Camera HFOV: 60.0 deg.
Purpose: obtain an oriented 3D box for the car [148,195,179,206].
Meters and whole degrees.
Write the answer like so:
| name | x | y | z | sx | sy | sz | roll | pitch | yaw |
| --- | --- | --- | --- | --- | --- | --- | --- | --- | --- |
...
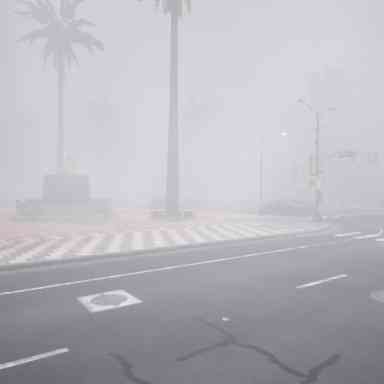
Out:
| name | x | y | z | sx | sy | sz | roll | pitch | yaw |
| --- | --- | --- | --- | --- | --- | --- | --- | --- | --- |
| car | -4.617 | 1.352 | 53.544 | 4.553 | 1.767 | 2.097 | 0 | 0 | 20 |

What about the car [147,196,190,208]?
| name | x | y | z | sx | sy | sz | roll | pitch | yaw |
| --- | --- | --- | --- | --- | --- | --- | --- | --- | --- |
| car | -3.506 | 1.548 | 45.392 | 5.357 | 1.411 | 2.033 | 0 | 0 | 25 |

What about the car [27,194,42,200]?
| name | x | y | z | sx | sy | sz | roll | pitch | yaw |
| --- | --- | --- | --- | --- | --- | --- | --- | --- | --- |
| car | -26.045 | 1.221 | 58.555 | 5.566 | 2.045 | 2.150 | 0 | 0 | -10 |

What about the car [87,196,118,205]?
| name | x | y | z | sx | sy | sz | roll | pitch | yaw |
| --- | --- | --- | --- | --- | --- | --- | --- | --- | --- |
| car | -15.836 | 1.491 | 59.119 | 4.902 | 1.511 | 2.128 | 0 | 0 | 2 |

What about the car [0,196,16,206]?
| name | x | y | z | sx | sy | sz | roll | pitch | yaw |
| --- | --- | --- | --- | --- | --- | --- | --- | --- | --- |
| car | -31.095 | 1.499 | 53.616 | 4.892 | 1.490 | 1.837 | -2 | 0 | -16 |

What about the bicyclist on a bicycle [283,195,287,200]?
| name | x | y | z | sx | sy | sz | roll | pitch | yaw |
| --- | --- | --- | --- | --- | --- | --- | --- | --- | --- |
| bicyclist on a bicycle | 15.275 | 1.300 | 54.474 | 0.582 | 1.620 | 1.656 | 0 | 0 | 42 |

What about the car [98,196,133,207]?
| name | x | y | z | sx | sy | sz | roll | pitch | yaw |
| --- | --- | --- | --- | --- | --- | --- | --- | --- | --- |
| car | -11.883 | 1.547 | 51.684 | 5.357 | 1.411 | 2.033 | 0 | 0 | 8 |

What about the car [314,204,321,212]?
| name | x | y | z | sx | sy | sz | roll | pitch | yaw |
| --- | --- | --- | --- | --- | --- | --- | --- | --- | --- |
| car | 11.563 | 1.505 | 36.260 | 1.837 | 1.490 | 4.892 | 0 | 0 | -38 |

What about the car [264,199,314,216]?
| name | x | y | z | sx | sy | sz | roll | pitch | yaw |
| --- | --- | --- | --- | --- | --- | --- | --- | --- | --- |
| car | 9.363 | 1.526 | 33.450 | 1.812 | 1.442 | 4.674 | 0 | 0 | -38 |

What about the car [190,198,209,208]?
| name | x | y | z | sx | sy | sz | roll | pitch | yaw |
| --- | --- | --- | --- | --- | --- | --- | --- | --- | --- |
| car | 0.229 | 1.564 | 47.193 | 4.181 | 1.385 | 1.994 | 0 | 0 | 29 |
